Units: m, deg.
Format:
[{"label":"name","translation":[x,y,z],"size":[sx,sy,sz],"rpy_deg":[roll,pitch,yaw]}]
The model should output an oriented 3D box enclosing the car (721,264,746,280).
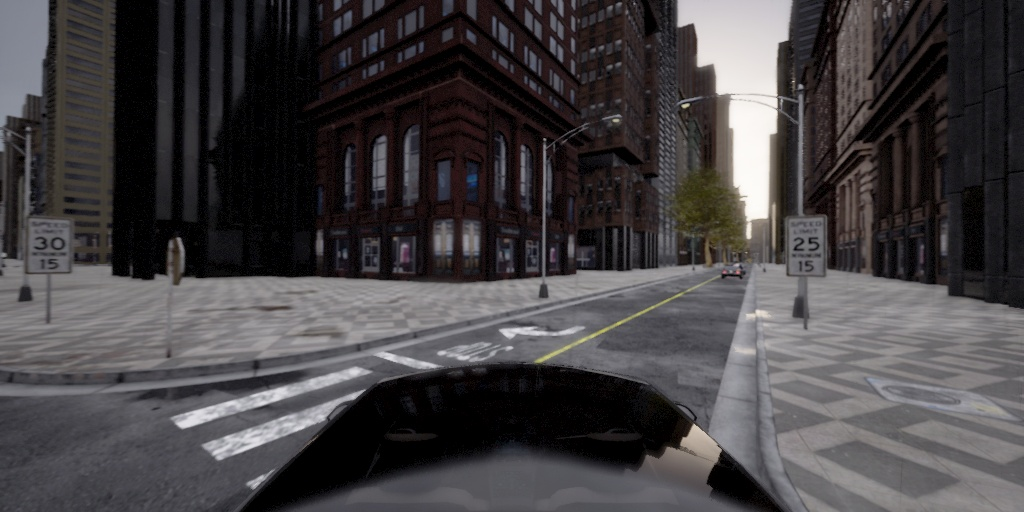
[{"label":"car","translation":[22.821,1.641,37.098],"size":[2.033,1.411,5.357],"rpy_deg":[0,0,34]}]
